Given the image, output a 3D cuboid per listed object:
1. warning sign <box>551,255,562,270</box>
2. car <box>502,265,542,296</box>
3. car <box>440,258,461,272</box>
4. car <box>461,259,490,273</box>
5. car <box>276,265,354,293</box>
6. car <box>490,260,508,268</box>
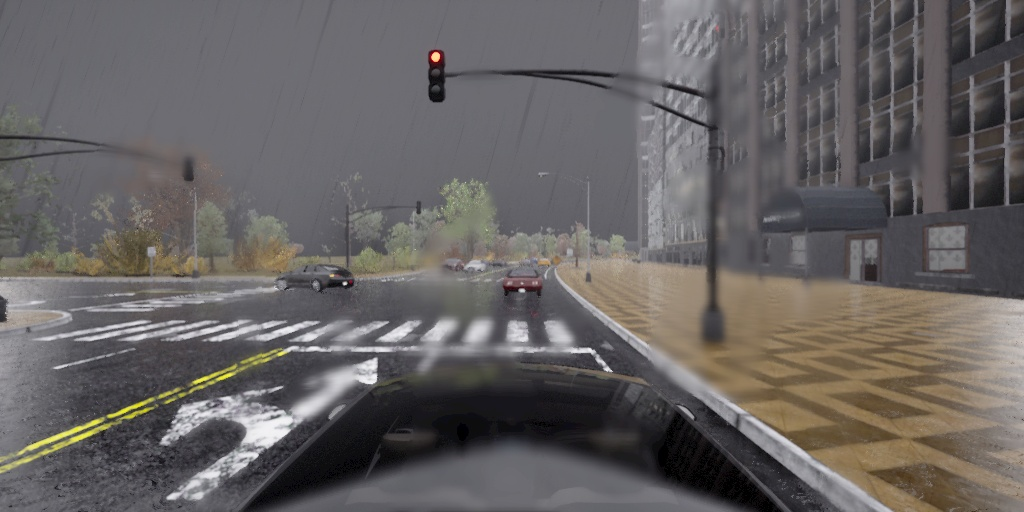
[{"bbox_3d":[5.507,0.811,44.176,1.300,1.860,1.060,0,0,7],"label":"warning sign"},{"bbox_3d":[0.612,1.326,19.211,1.895,1.301,4.718,0,0,3],"label":"car"},{"bbox_3d":[-7.233,1.043,44.059,2.097,1.767,4.553,0,0,7],"label":"car"},{"bbox_3d":[-4.223,1.220,41.898,1.812,1.442,4.674,0,0,7],"label":"car"},{"bbox_3d":[-11.175,1.229,20.270,4.892,1.490,1.837,0,-2,25],"label":"car"},{"bbox_3d":[-1.997,1.277,58.269,1.895,1.301,4.718,0,0,9],"label":"car"}]
